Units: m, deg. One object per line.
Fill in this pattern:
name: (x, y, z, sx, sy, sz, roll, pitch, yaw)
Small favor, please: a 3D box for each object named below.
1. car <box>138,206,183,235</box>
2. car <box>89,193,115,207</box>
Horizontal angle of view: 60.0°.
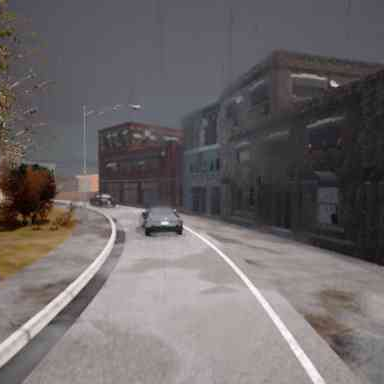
car: (-1.763, 1.426, 17.971, 1.994, 1.385, 4.181, 0, 1, -13)
car: (-10.023, 0.873, 37.117, 1.812, 1.442, 4.674, 0, 2, -33)
